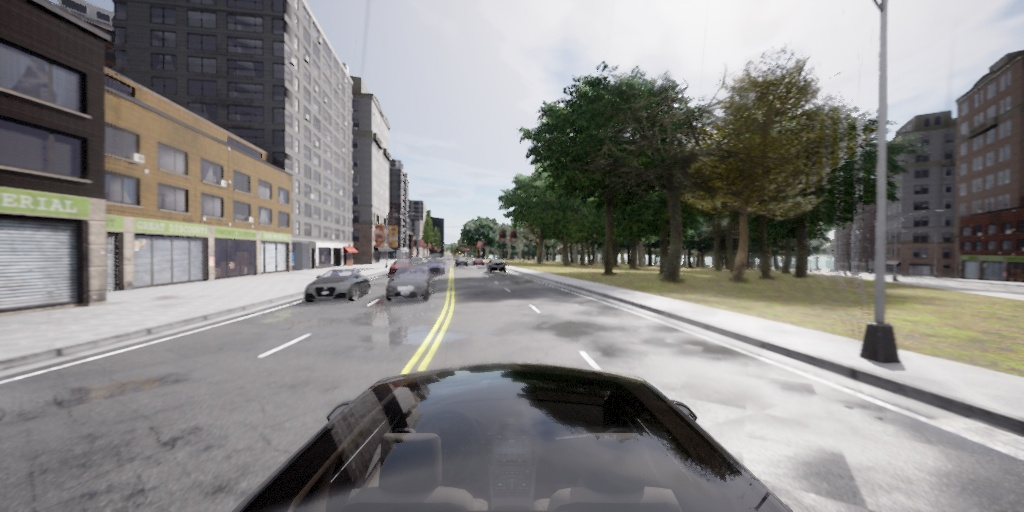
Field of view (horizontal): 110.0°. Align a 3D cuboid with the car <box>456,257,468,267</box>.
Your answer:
[{"bbox_3d":[-8.285,1.087,59.677,1.812,1.442,4.674,0,0,-9],"label":"car"}]

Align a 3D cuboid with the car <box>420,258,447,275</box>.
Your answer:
[{"bbox_3d":[-7.852,1.012,36.658,2.097,1.767,4.553,0,0,-9],"label":"car"}]

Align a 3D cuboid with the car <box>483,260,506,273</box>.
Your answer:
[{"bbox_3d":[-1.869,1.150,41.347,1.837,1.490,4.892,0,0,-9],"label":"car"}]

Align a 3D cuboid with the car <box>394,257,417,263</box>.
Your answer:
[{"bbox_3d":[-11.069,1.138,36.159,1.882,1.535,5.008,0,0,-9],"label":"car"}]

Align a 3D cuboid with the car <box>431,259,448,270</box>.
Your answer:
[{"bbox_3d":[-9.927,1.152,49.543,2.033,1.411,5.357,0,0,-8],"label":"car"}]

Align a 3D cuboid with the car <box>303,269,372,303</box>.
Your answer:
[{"bbox_3d":[-7.942,1.309,16.708,1.994,1.385,4.181,0,0,-8],"label":"car"}]

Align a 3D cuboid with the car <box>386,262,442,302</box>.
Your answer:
[{"bbox_3d":[-4.708,1.237,17.112,2.128,1.511,4.902,0,0,-8],"label":"car"}]

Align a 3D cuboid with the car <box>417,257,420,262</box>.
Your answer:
[{"bbox_3d":[-13.163,0.957,48.992,2.097,1.767,4.553,0,0,-9],"label":"car"}]
